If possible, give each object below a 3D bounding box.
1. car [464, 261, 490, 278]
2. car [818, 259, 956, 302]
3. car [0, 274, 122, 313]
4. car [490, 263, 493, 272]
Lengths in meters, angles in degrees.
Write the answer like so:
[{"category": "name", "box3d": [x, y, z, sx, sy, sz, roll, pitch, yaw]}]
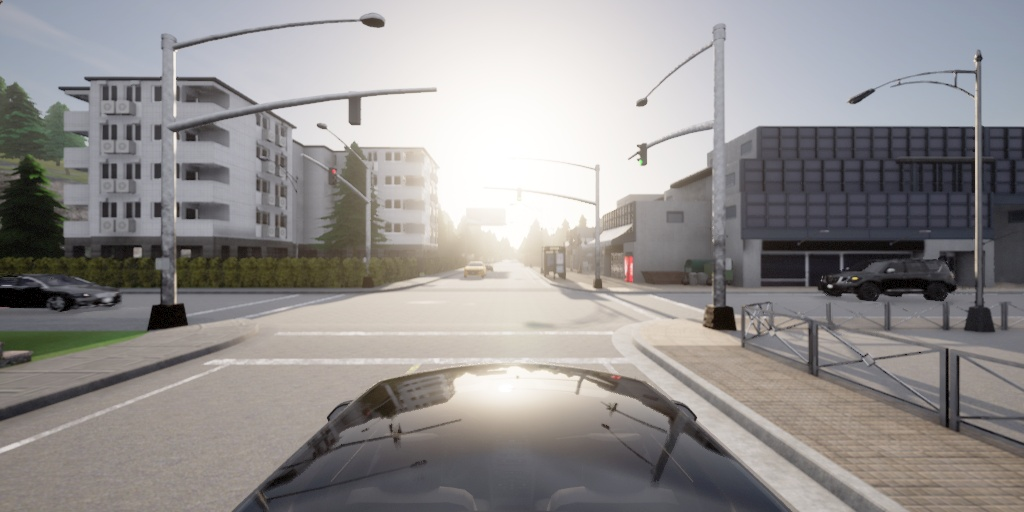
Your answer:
[{"category": "car", "box3d": [-3.580, 1.316, 35.495, 1.882, 1.535, 5.008, 0, 0, 0]}, {"category": "car", "box3d": [19.005, 1.191, 18.318, 5.566, 2.045, 2.150, 0, 0, 0]}, {"category": "car", "box3d": [-18.963, 1.493, 14.631, 4.902, 1.511, 2.128, 1, 0, 0]}, {"category": "car", "box3d": [-3.567, 1.436, 48.819, 1.994, 1.385, 4.181, 0, 0, 0]}]
